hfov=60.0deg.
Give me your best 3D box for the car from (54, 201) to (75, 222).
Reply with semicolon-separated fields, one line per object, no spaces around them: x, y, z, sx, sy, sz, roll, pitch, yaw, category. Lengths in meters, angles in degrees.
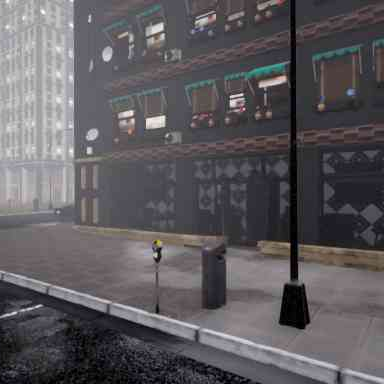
-7.286;1.279;22.789;1.947;1.339;4.313;1;1;35;car
